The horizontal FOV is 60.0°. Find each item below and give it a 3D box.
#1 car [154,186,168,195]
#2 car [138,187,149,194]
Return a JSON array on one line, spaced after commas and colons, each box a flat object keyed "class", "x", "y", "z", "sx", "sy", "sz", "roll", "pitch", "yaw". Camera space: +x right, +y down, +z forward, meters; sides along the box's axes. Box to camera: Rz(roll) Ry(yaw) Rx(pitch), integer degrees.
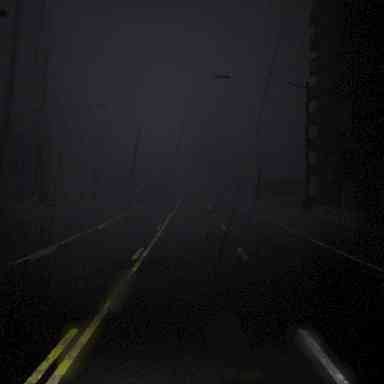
[{"class": "car", "x": -7.000, "y": -0.208, "z": 71.702, "sx": 2.033, "sy": 1.411, "sz": 5.357, "roll": 0, "pitch": 1, "yaw": 0}, {"class": "car", "x": -10.500, "y": -0.248, "z": 71.701, "sx": 1.837, "sy": 1.490, "sz": 4.892, "roll": 0, "pitch": 1, "yaw": 0}]
